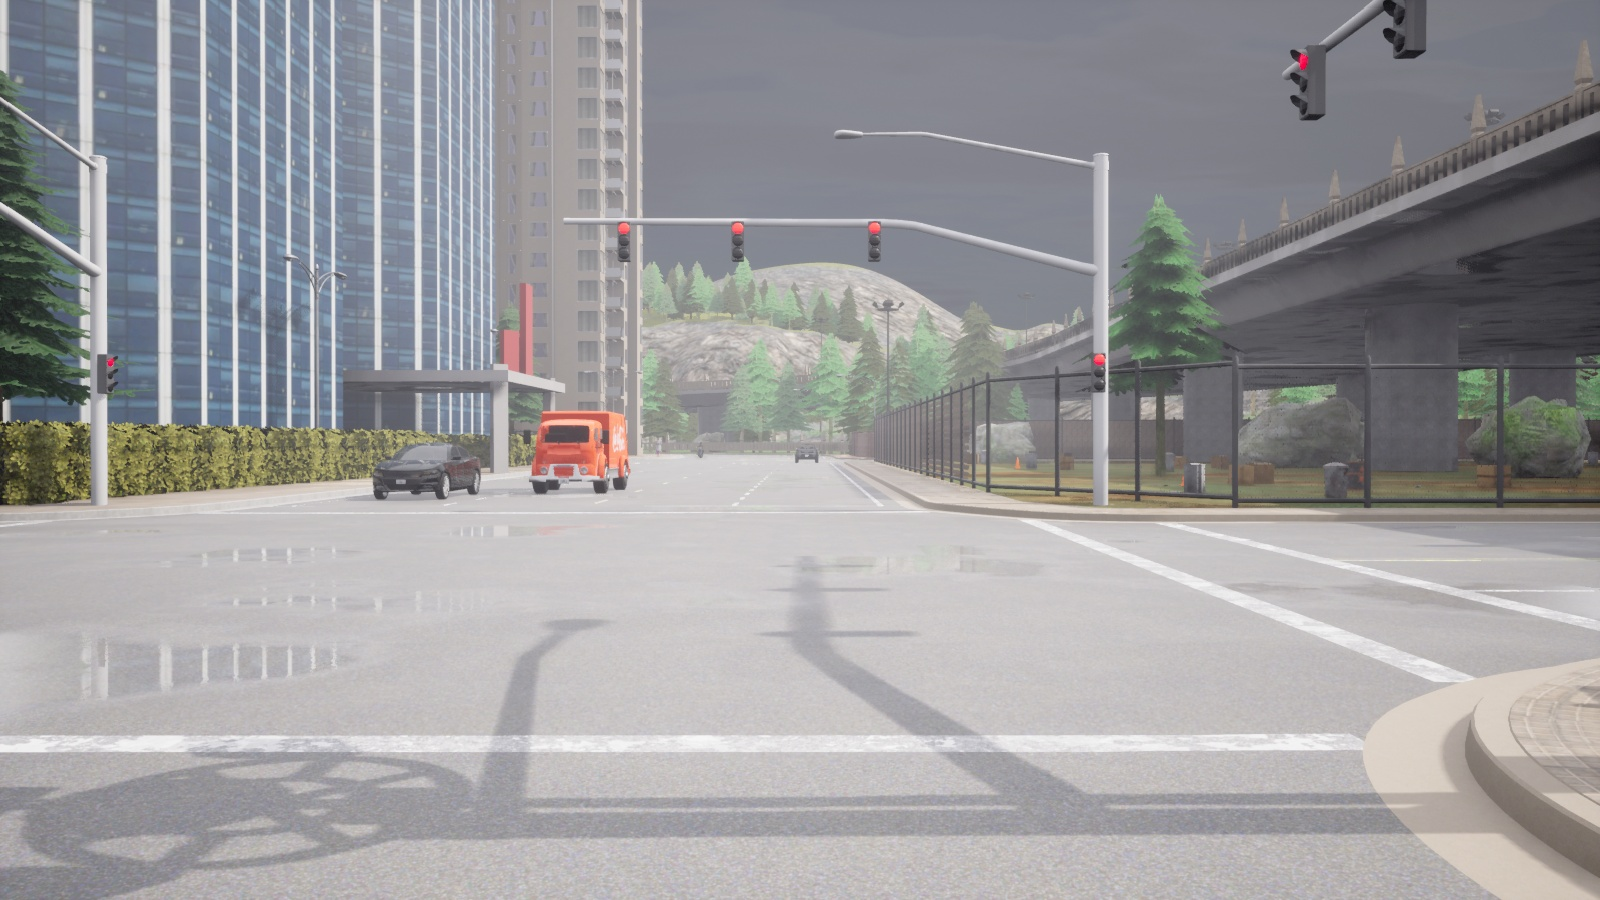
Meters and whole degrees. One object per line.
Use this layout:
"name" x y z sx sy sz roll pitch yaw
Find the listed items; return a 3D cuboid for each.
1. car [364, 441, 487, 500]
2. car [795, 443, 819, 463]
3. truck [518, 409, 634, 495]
"car" -10.300 0.519 34.939 1.882 1.535 5.008 0 0 0
"car" 0.520 0.246 95.147 1.816 1.474 4.193 0 -1 0
"truck" -6.780 0.036 38.678 2.627 2.467 5.204 0 0 0
